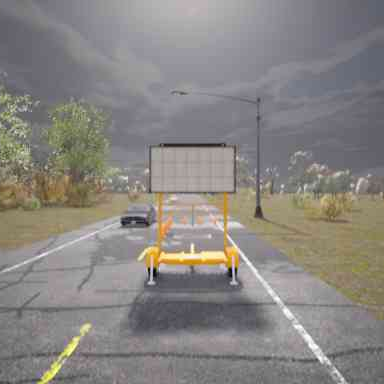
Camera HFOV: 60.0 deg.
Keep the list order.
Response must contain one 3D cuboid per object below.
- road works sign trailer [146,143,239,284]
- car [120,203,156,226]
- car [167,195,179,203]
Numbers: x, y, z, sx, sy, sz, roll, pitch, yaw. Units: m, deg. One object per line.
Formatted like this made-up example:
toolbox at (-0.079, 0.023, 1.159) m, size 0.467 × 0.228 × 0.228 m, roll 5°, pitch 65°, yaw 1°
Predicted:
road works sign trailer at (0.017, 0.439, 9.432) m, size 2.380 × 3.560 × 2.880 m, roll 0°, pitch 0°, yaw 0°
car at (-3.563, 1.489, 22.947) m, size 2.033 × 1.411 × 5.357 m, roll 0°, pitch 0°, yaw 0°
car at (-3.457, 1.388, 63.085) m, size 1.812 × 1.442 × 4.674 m, roll 0°, pitch 0°, yaw 1°
